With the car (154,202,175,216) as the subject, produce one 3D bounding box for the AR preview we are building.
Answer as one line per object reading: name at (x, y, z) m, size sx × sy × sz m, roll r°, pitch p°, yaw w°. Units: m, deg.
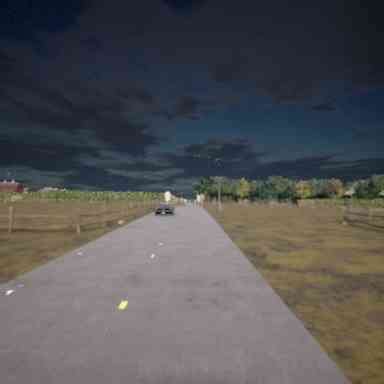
car at (-2.752, 1.739, 34.314) m, size 1.895 × 1.301 × 4.718 m, roll 0°, pitch -1°, yaw 0°
